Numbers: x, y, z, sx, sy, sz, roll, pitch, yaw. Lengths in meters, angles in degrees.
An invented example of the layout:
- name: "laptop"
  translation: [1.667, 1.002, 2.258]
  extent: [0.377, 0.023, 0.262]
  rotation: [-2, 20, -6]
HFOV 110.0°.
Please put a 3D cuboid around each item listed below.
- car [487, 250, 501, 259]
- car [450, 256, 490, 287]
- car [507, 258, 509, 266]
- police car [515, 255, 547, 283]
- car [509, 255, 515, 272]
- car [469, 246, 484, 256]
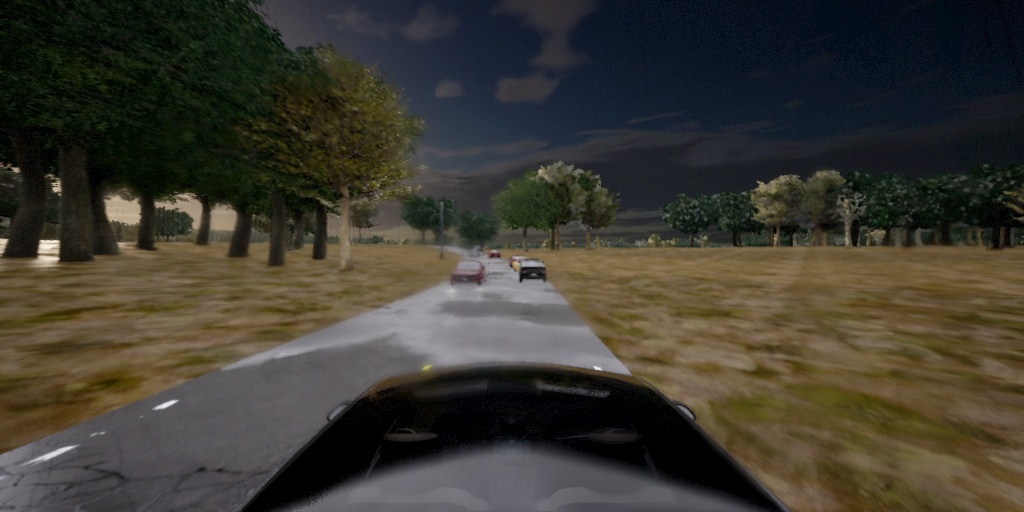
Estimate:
- name: "car"
  translation: [-3.097, -0.342, 61.426]
  extent: [1.882, 1.535, 5.008]
  rotation: [0, 3, -11]
- name: "car"
  translation: [-2.673, 1.024, 22.906]
  extent: [1.882, 1.535, 5.008]
  rotation: [0, 1, 0]
- name: "car"
  translation: [0.577, 0.570, 41.815]
  extent: [1.812, 1.442, 4.674]
  rotation: [-1, 2, -5]
- name: "police car"
  translation: [1.394, 0.951, 25.770]
  extent: [1.930, 1.638, 5.238]
  rotation: [0, 1, -1]
- name: "car"
  translation: [1.007, 0.719, 35.945]
  extent: [1.801, 1.575, 5.366]
  rotation: [-2, 3, -3]
- name: "car"
  translation: [-6.632, -0.485, 63.594]
  extent: [2.128, 1.511, 4.902]
  rotation: [0, 3, -11]
